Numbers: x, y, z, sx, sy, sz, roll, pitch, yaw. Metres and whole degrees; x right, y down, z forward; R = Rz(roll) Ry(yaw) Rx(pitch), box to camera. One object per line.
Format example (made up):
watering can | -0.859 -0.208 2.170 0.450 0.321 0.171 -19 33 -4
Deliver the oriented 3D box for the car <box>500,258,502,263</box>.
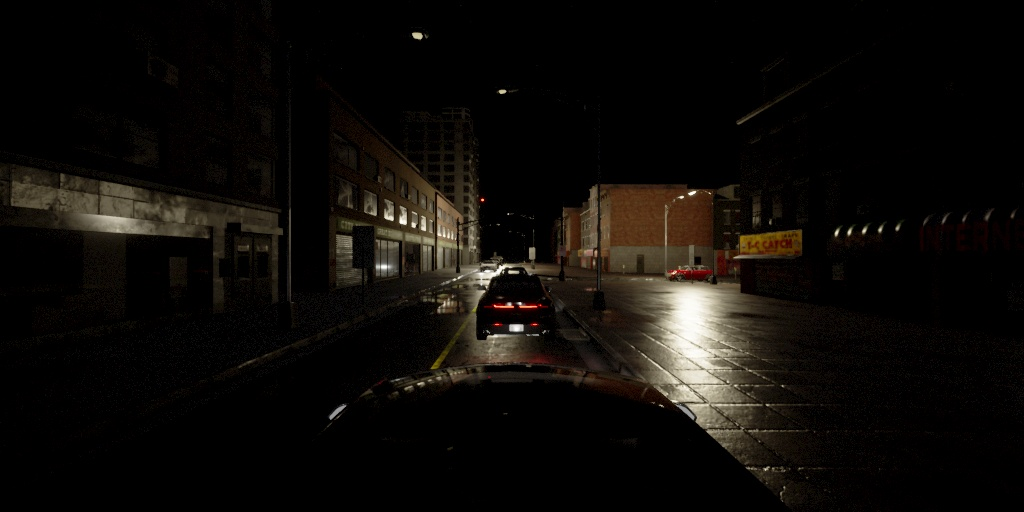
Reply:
car | -2.886 1.347 54.888 1.895 1.301 4.718 0 0 0

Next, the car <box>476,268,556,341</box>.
car | 0.086 1.255 9.916 1.837 1.490 4.892 0 0 0

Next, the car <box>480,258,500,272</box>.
car | -2.887 1.276 45.070 1.812 1.442 4.674 0 0 1

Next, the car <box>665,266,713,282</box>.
car | 16.336 1.574 33.113 4.097 1.591 1.967 0 0 0

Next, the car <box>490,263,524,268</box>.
car | 0.095 1.298 19.527 2.033 1.411 5.357 0 0 0
